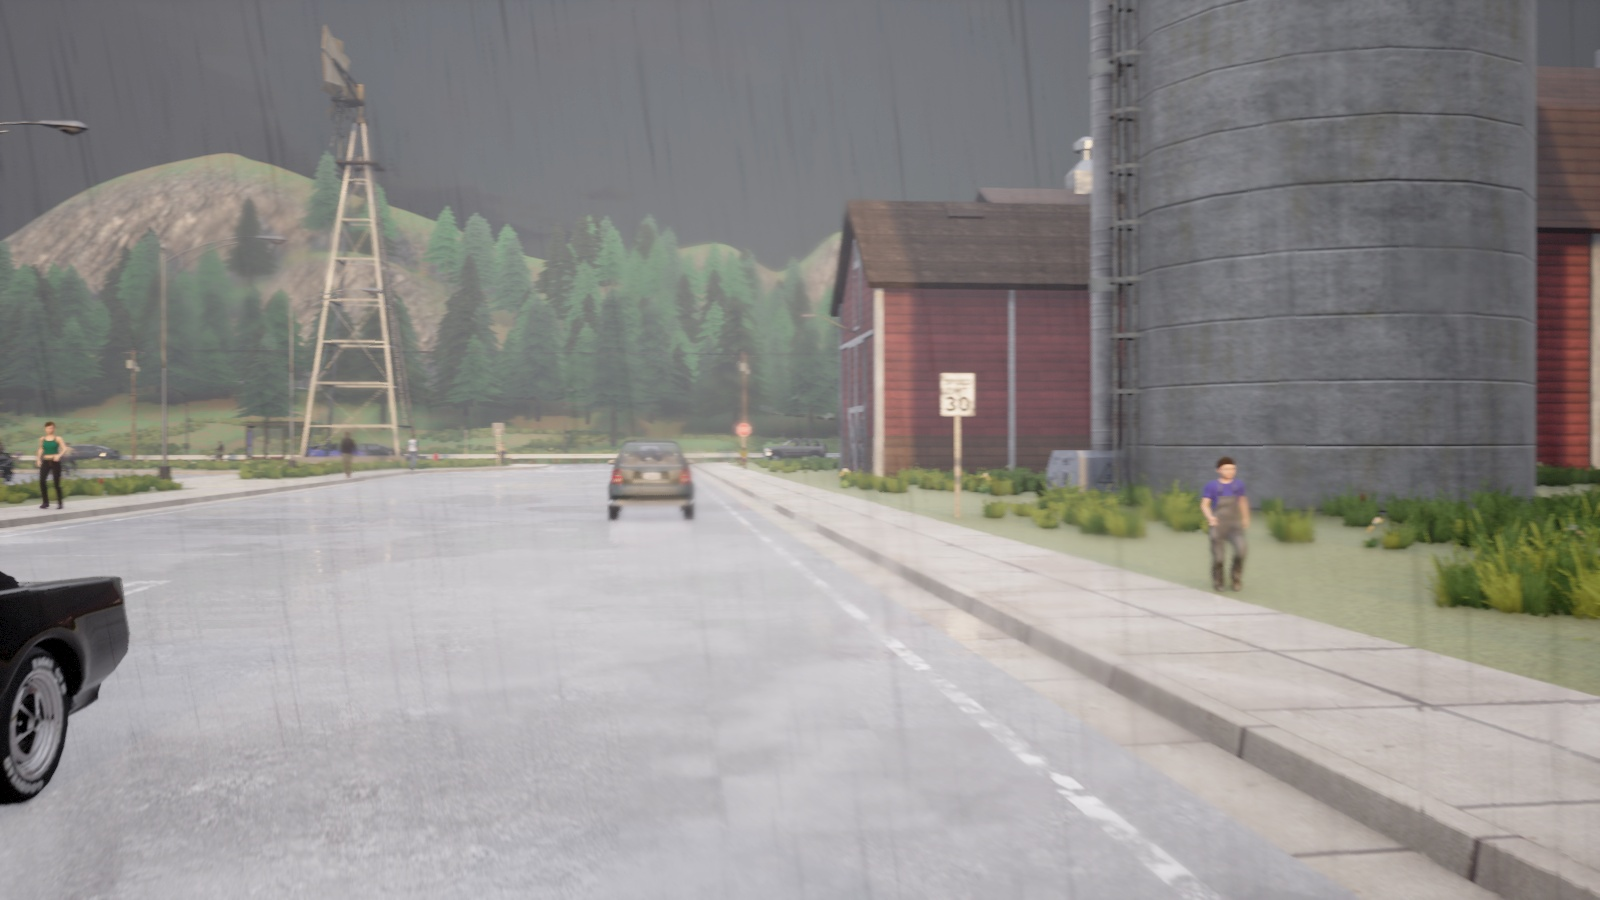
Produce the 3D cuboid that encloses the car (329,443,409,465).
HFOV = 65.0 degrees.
[{"bbox_3d":[-30.231,0.247,88.207,5.008,1.535,1.882,0,0,-6],"label":"car"}]

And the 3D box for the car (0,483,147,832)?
[{"bbox_3d":[-3.919,0.828,3.792,1.895,1.301,4.718,0,0,-7],"label":"car"}]

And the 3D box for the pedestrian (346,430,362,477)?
[{"bbox_3d":[-17.397,0.138,48.939,0.431,1.840,0.703,0,0,-6],"label":"pedestrian"}]

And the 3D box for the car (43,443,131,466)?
[{"bbox_3d":[-48.917,0.301,86.201,4.892,1.490,1.837,0,0,-10],"label":"car"}]

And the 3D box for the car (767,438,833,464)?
[{"bbox_3d":[-0.015,0.045,91.171,4.605,1.855,1.932,0,0,-5],"label":"car"}]

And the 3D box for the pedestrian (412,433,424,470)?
[{"bbox_3d":[-19.011,0.062,62.534,0.354,1.836,0.706,0,0,3],"label":"pedestrian"}]

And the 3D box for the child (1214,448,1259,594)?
[{"bbox_3d":[3.853,0.616,11.085,0.270,1.263,0.437,0,0,4],"label":"child"}]

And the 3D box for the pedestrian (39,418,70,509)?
[{"bbox_3d":[-15.210,0.268,25.639,0.345,1.836,0.594,0,0,-9],"label":"pedestrian"}]

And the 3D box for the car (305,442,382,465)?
[{"bbox_3d":[-30.718,0.237,84.643,4.514,1.525,2.007,0,0,-6],"label":"car"}]

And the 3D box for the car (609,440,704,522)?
[{"bbox_3d":[-2.937,0.581,25.696,1.789,1.549,3.705,0,0,-7],"label":"car"}]

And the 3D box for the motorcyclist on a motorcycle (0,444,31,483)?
[{"bbox_3d":[-31.845,0.521,50.347,0.866,1.530,2.191,0,0,-6],"label":"motorcyclist on a motorcycle"}]
